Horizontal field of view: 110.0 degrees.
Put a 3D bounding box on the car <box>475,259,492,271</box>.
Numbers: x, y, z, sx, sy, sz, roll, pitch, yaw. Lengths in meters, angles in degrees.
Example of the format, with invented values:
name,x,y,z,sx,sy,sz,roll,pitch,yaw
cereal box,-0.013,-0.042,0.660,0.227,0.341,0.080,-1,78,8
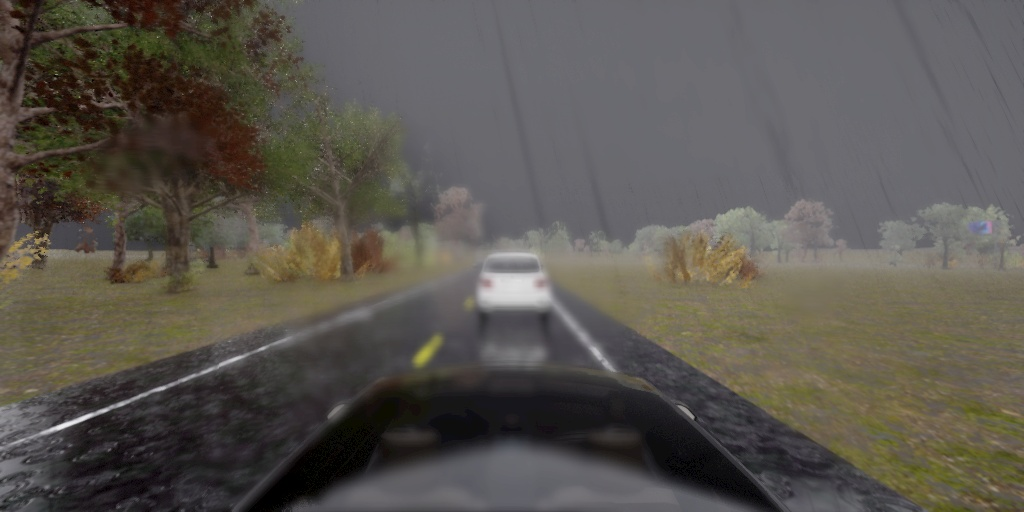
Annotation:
name,x,y,z,sx,sy,sz,roll,pitch,yaw
car,-3.581,1.123,46.220,1.837,1.490,4.892,0,0,0

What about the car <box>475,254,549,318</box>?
name,x,y,z,sx,sy,sz,roll,pitch,yaw
car,0.074,0.941,12.905,2.150,2.045,5.566,0,0,0
